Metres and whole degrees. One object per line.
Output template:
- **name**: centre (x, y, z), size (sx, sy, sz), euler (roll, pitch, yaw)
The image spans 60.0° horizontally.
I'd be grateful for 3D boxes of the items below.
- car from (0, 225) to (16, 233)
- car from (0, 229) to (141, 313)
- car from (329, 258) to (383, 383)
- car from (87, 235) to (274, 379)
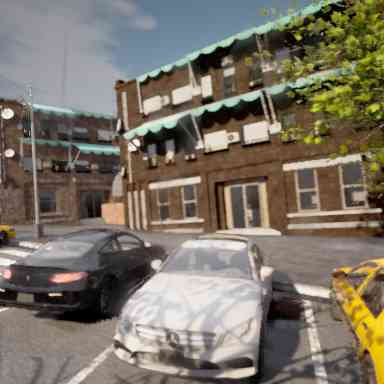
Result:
- **car**: centre (-9.385, 1.567, 12.994), size (1.946, 1.575, 5.366), euler (0, -1, 15)
- **car**: centre (-2.053, 1.558, 7.567), size (2.002, 1.452, 4.674), euler (0, -1, 16)
- **car**: centre (2.915, 1.485, 4.219), size (1.946, 1.575, 5.366), euler (0, -1, 16)
- **car**: centre (0.414, 1.542, 5.811), size (2.002, 1.452, 4.674), euler (0, -1, 16)
